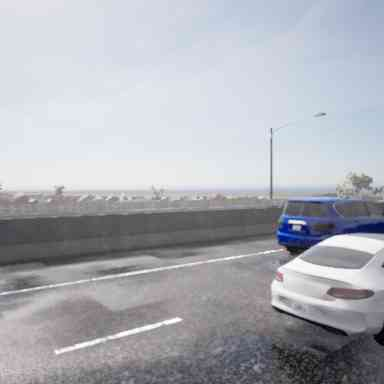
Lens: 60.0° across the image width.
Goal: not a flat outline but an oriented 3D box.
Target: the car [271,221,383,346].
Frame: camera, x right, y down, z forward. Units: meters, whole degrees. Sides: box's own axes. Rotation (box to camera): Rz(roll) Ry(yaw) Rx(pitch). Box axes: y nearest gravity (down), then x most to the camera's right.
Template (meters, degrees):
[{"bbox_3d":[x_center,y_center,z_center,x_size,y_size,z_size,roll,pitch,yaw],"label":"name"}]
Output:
[{"bbox_3d":[3.459,1.513,6.209,4.674,1.442,1.812,0,0,-35],"label":"car"}]

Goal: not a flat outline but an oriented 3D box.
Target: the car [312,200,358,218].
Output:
[{"bbox_3d":[13.174,1.504,30.568,4.181,1.385,1.994,0,0,-35],"label":"car"}]

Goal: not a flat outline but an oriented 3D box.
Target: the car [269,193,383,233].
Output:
[{"bbox_3d":[5.449,1.199,11.927,5.566,2.045,2.150,0,0,-35],"label":"car"}]

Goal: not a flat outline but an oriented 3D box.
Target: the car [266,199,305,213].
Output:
[{"bbox_3d":[10.512,1.500,37.264,4.181,1.385,1.994,0,0,-35],"label":"car"}]
